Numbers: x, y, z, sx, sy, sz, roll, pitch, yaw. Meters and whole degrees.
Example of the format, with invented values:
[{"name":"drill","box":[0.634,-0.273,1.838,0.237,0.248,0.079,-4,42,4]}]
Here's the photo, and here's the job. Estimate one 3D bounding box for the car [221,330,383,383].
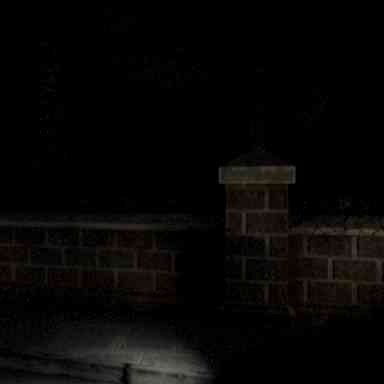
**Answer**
[{"name":"car","box":[2.479,1.528,2.099,4.674,1.442,1.812,0,0,12]}]
